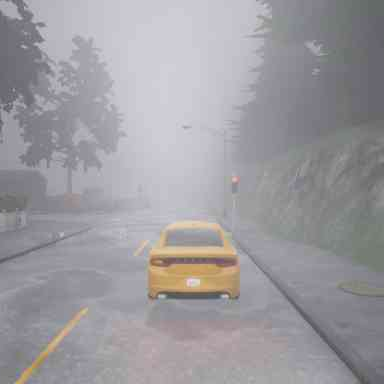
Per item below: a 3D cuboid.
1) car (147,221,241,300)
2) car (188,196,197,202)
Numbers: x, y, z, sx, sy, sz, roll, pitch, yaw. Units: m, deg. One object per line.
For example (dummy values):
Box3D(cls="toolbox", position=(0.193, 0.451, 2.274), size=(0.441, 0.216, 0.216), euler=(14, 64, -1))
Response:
Box3D(cls="car", position=(0.050, 1.478, 8.484), size=(1.882, 1.535, 5.008), euler=(0, 0, 1))
Box3D(cls="car", position=(0.017, 1.507, 71.017), size=(1.895, 1.301, 4.718), euler=(0, 0, 0))
